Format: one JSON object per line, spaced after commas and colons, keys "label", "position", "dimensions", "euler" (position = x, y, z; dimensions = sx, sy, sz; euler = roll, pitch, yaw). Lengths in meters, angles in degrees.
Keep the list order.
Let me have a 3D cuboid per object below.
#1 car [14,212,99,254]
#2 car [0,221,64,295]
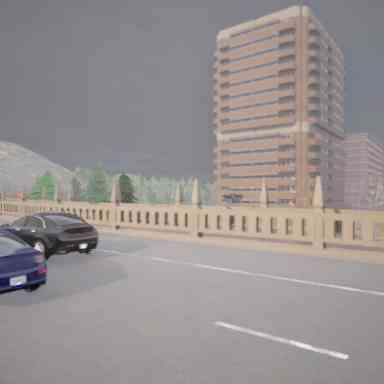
{"label": "car", "position": [-5.491, 1.503, 12.212], "dimensions": [4.892, 1.490, 1.837], "euler": [0, 0, 36]}
{"label": "car", "position": [-5.198, 1.525, 7.697], "dimensions": [4.674, 1.442, 1.812], "euler": [0, 0, 35]}
